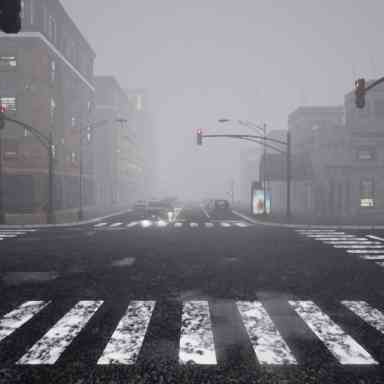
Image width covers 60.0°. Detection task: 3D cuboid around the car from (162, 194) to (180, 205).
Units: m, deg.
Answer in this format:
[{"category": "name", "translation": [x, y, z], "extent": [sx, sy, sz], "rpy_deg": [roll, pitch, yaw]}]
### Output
[{"category": "car", "translation": [-3.063, 1.522, 48.180], "extent": [1.837, 1.490, 4.892], "rpy_deg": [0, 1, 0]}]

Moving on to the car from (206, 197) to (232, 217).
[{"category": "car", "translation": [2.703, 1.446, 31.839], "extent": [1.967, 1.590, 4.097], "rpy_deg": [0, 0, 0]}]

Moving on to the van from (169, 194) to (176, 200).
[{"category": "van", "translation": [-5.642, 1.430, 94.496], "extent": [1.690, 1.788, 3.998], "rpy_deg": [-1, 0, 0]}]

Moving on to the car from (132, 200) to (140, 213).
[{"category": "car", "translation": [-5.674, 1.561, 37.529], "extent": [2.008, 1.369, 4.403], "rpy_deg": [0, 0, 0]}]

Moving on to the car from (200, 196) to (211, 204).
[{"category": "car", "translation": [2.724, 1.591, 66.020], "extent": [2.008, 1.369, 4.403], "rpy_deg": [-1, 0, 0]}]

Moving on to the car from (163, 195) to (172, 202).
[{"category": "car", "translation": [-5.652, 1.497, 77.405], "extent": [1.967, 1.590, 4.097], "rpy_deg": [0, 0, 0]}]

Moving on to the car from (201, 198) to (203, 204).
[{"category": "car", "translation": [2.714, 1.571, 48.930], "extent": [2.008, 1.369, 4.403], "rpy_deg": [0, 0, 0]}]

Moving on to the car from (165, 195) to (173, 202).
[{"category": "car", "translation": [-5.647, 1.592, 82.932], "extent": [1.752, 1.417, 4.829], "rpy_deg": [-1, 0, 0]}]

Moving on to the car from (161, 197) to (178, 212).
[{"category": "car", "translation": [-3.077, 1.575, 38.885], "extent": [1.994, 1.385, 4.181], "rpy_deg": [0, 0, 0]}]

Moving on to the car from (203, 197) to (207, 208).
[{"category": "car", "translation": [2.710, 1.597, 43.233], "extent": [1.802, 1.307, 4.206], "rpy_deg": [0, 0, 0]}]

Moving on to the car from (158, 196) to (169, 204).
[{"category": "car", "translation": [-5.657, 1.565, 65.843], "extent": [1.752, 1.417, 4.829], "rpy_deg": [0, 0, 0]}]

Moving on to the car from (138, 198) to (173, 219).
[{"category": "car", "translation": [-3.084, 1.552, 29.272], "extent": [2.033, 1.411, 5.357], "rpy_deg": [0, 0, 0]}]

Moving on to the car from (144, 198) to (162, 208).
[{"category": "car", "translation": [-5.667, 1.571, 48.923], "extent": [2.008, 1.369, 4.403], "rpy_deg": [0, 0, 0]}]
